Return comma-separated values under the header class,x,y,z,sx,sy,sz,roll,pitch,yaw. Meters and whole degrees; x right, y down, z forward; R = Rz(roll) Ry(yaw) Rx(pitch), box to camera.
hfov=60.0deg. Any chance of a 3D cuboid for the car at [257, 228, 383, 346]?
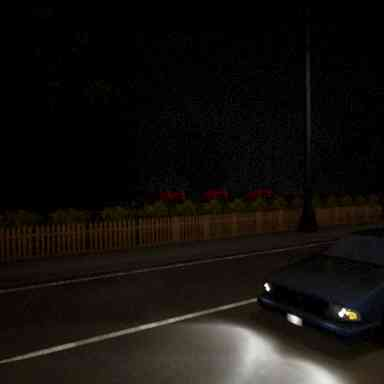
class,x,y,z,sx,sy,sz,roll,pitch,yaw
car,3.761,1.440,6.264,5.357,1.411,2.033,-1,1,-32
